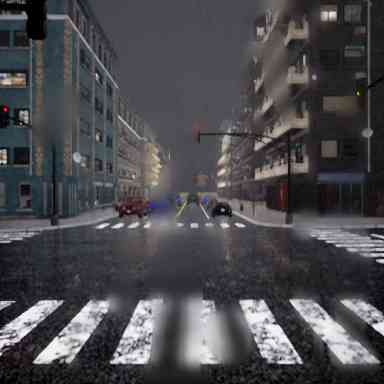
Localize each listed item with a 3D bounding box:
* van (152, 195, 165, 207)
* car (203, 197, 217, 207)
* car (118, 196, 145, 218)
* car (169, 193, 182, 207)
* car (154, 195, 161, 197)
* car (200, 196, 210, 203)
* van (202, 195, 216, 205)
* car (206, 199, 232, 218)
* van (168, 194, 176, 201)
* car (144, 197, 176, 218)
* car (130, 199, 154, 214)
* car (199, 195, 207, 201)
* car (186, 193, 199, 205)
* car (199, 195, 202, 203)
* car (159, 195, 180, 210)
[{"bbox_3d":[-5.229,1.329,52.428,1.690,1.788,3.998,0,0,0],"label":"van"},{"bbox_3d":[2.633,1.575,41.311,1.802,1.307,4.206,0,0,0],"label":"car"},{"bbox_3d":[-5.265,1.313,30.220,2.192,1.841,5.009,0,0,0],"label":"car"},{"bbox_3d":[-2.755,1.208,51.592,2.150,2.045,5.566,0,0,0],"label":"car"},{"bbox_3d":[-5.238,1.535,46.876,1.887,1.381,4.507,0,0,0],"label":"car"},{"bbox_3d":[2.678,1.529,69.072,2.008,1.369,4.403,0,0,0],"label":"car"},{"bbox_3d":[2.643,1.332,46.864,1.690,1.788,3.998,0,0,0],"label":"van"},{"bbox_3d":[2.615,1.563,30.208,1.947,1.339,4.313,0,0,0],"label":"car"},{"bbox_3d":[-5.175,1.306,85.740,1.690,1.788,3.998,0,0,0],"label":"van"},{"bbox_3d":[-2.804,1.475,30.158,1.882,1.535,5.008,0,0,0],"label":"car"},{"bbox_3d":[-5.256,1.540,35.772,1.887,1.381,4.507,0,0,0],"label":"car"},{"bbox_3d":[2.704,1.509,85.728,1.887,1.381,4.507,0,0,0],"label":"car"},{"bbox_3d":[0.194,1.205,59.499,2.150,2.045,5.566,0,0,0],"label":"car"},{"bbox_3d":[2.660,1.425,57.967,1.967,1.590,4.097,0,0,0],"label":"car"},{"bbox_3d":[-2.782,1.498,40.528,1.837,1.490,4.892,0,0,0],"label":"car"}]
